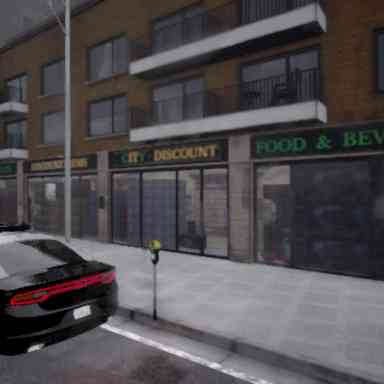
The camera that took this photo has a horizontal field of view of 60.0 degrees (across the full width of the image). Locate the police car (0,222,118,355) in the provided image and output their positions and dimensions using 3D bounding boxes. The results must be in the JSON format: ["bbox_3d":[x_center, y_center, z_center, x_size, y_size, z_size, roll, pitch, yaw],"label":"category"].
[{"bbox_3d":[-3.579,1.392,5.968,5.238,1.638,1.930,0,0,35],"label":"police car"}]
